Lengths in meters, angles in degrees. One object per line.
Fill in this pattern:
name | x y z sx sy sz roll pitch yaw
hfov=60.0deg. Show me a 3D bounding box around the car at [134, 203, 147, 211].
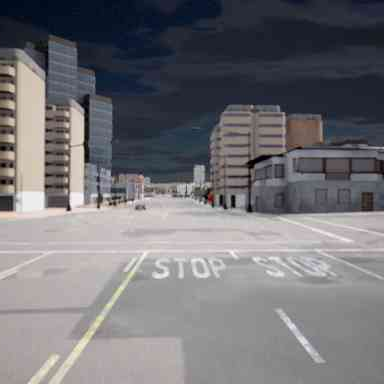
car | -9.906 2.828 64.109 1.812 1.442 4.674 0 -2 -3
